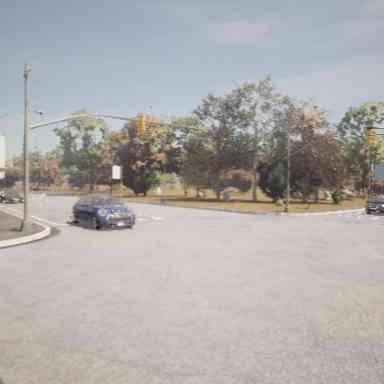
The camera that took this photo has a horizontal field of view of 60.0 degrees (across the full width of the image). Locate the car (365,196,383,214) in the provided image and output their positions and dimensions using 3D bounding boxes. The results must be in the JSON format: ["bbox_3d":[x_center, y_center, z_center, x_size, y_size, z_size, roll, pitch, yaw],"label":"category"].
[{"bbox_3d":[16.615,1.135,28.605,4.892,1.490,1.837,0,1,-41],"label":"car"}]

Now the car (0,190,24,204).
[{"bbox_3d":[-20.433,0.571,37.655,1.837,1.490,4.892,0,2,-39],"label":"car"}]

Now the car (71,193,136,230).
[{"bbox_3d":[-4.858,0.948,18.044,2.097,1.767,4.553,0,1,-38],"label":"car"}]
